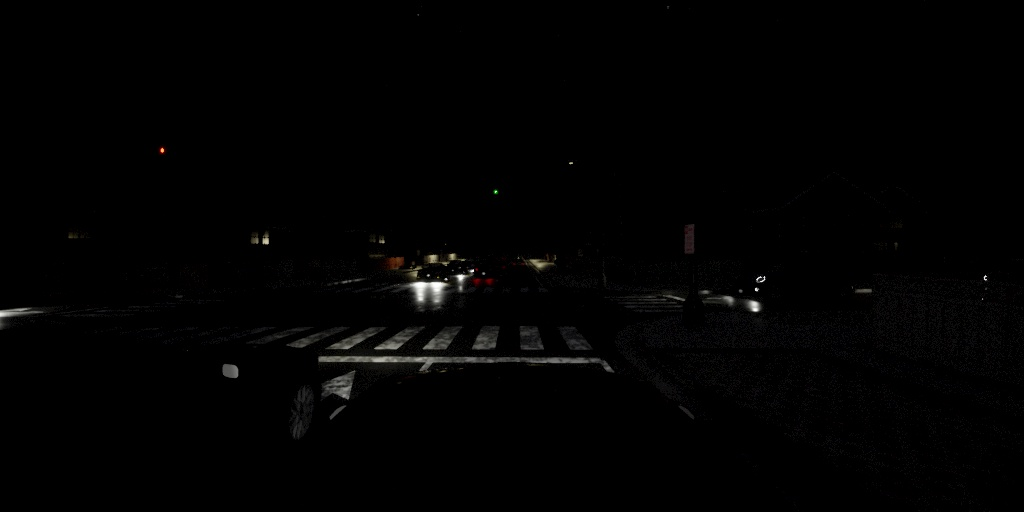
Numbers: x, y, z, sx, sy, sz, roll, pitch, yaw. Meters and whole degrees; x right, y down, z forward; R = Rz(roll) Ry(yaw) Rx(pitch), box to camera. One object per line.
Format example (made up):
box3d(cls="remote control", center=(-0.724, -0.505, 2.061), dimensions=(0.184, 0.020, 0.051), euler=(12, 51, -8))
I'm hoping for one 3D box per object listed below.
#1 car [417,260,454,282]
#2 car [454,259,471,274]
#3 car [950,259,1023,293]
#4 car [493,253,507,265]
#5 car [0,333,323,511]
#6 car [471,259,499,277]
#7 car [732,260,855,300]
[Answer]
box3d(cls="car", center=(-6.144, 1.251, 28.471), dimensions=(1.994, 1.385, 4.181), euler=(0, 0, 1))
box3d(cls="car", center=(-5.975, 1.167, 38.764), dimensions=(1.812, 1.442, 4.674), euler=(0, 0, 1))
box3d(cls="car", center=(22.716, 0.914, 16.446), dimensions=(4.553, 1.767, 2.097), euler=(0, 0, 0))
box3d(cls="car", center=(-2.126, 0.519, 62.283), dimensions=(2.150, 2.045, 5.566), euler=(0, 1, 1))
box3d(cls="car", center=(-3.153, 1.227, 2.180), dimensions=(1.882, 1.535, 5.008), euler=(0, 0, 1))
box3d(cls="car", center=(-2.548, 1.267, 34.821), dimensions=(1.895, 1.301, 4.718), euler=(0, 0, 0))
box3d(cls="car", center=(12.642, 0.995, 16.342), dimensions=(4.553, 1.767, 2.097), euler=(0, 0, -1))
